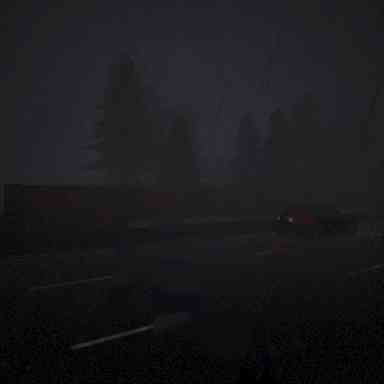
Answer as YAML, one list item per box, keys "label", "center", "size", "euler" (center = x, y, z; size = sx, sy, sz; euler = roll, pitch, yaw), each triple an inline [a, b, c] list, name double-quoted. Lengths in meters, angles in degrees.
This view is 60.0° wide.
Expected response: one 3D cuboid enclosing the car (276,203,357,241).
- label: "car"
  center: [6.393, 1.346, 16.902]
  size: [4.553, 1.767, 2.097]
  euler: [0, 0, -36]
